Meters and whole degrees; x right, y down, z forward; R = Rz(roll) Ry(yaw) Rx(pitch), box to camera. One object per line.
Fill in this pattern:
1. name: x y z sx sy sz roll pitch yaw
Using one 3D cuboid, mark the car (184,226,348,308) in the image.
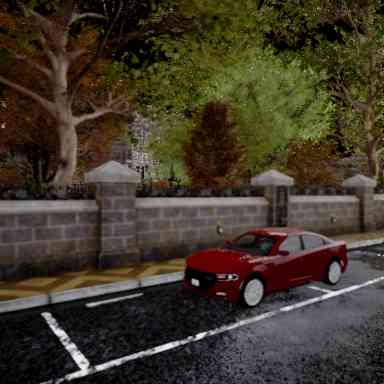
1. car: 1.897 1.550 7.918 4.507 1.381 1.887 0 0 -36
